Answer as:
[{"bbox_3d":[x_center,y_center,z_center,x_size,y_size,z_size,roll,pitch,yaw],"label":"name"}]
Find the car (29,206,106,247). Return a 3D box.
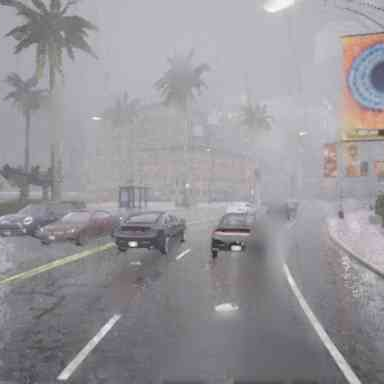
[{"bbox_3d":[-4.904,1.524,15.229,1.812,1.442,4.674,0,0,14],"label":"car"}]

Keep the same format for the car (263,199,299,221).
[{"bbox_3d":[7.893,1.640,28.888,1.837,1.490,4.892,0,0,27],"label":"car"}]

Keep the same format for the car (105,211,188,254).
[{"bbox_3d":[-1.486,1.527,13.647,1.837,1.490,4.892,0,0,12],"label":"car"}]

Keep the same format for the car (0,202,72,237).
[{"bbox_3d":[-7.891,1.332,17.489,2.097,1.767,4.553,1,0,16],"label":"car"}]

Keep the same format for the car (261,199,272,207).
[{"bbox_3d":[12.813,1.804,55.354,1.994,1.385,4.181,0,0,36],"label":"car"}]

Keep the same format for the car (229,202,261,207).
[{"bbox_3d":[4.437,1.635,29.769,1.812,1.442,4.674,0,0,27],"label":"car"}]

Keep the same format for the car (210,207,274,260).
[{"bbox_3d":[1.895,1.539,12.720,2.128,1.511,4.902,0,0,12],"label":"car"}]

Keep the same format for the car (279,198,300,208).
[{"bbox_3d":[15.769,1.785,53.477,1.812,1.442,4.674,0,0,36],"label":"car"}]
